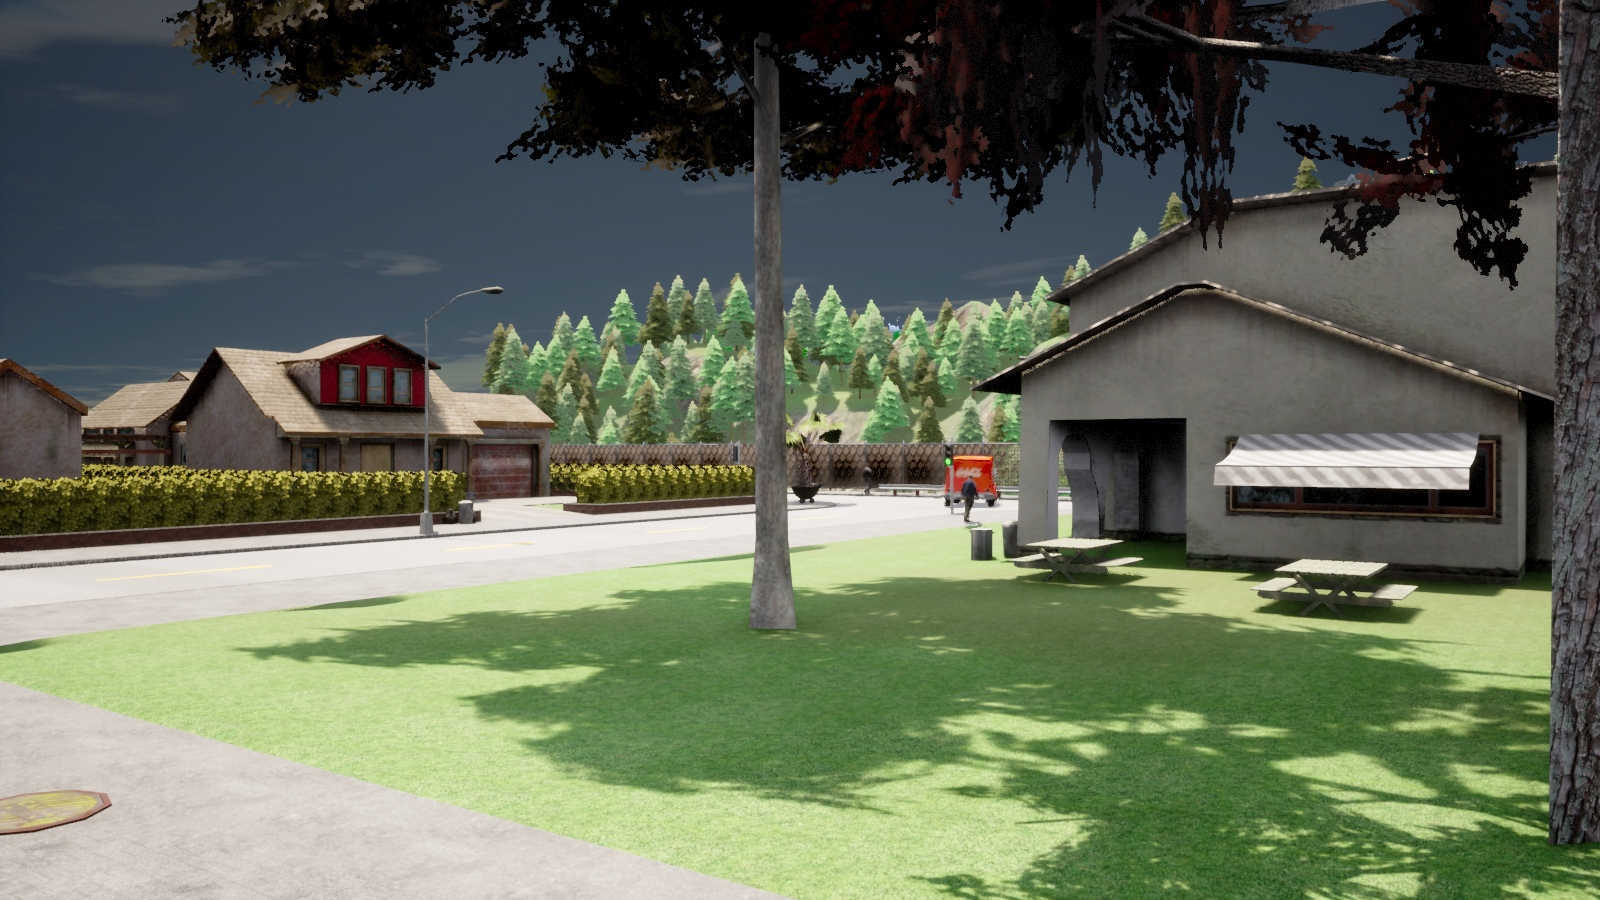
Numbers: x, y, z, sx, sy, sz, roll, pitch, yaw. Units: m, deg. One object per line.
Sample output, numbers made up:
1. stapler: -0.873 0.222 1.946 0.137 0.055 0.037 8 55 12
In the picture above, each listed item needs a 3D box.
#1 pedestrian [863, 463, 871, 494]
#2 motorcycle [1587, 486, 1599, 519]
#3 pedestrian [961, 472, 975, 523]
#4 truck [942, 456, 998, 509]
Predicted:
1. pedestrian: 4.060 1.745 69.328 0.375 1.860 0.375 0 0 41
2. motorcycle: 33.384 2.155 46.355 2.356 1.307 0.764 0 0 35
3. pedestrian: 6.187 1.737 41.972 0.375 1.860 0.375 0 0 35
4. truck: 8.740 1.577 58.370 2.627 2.467 5.204 0 1 11
